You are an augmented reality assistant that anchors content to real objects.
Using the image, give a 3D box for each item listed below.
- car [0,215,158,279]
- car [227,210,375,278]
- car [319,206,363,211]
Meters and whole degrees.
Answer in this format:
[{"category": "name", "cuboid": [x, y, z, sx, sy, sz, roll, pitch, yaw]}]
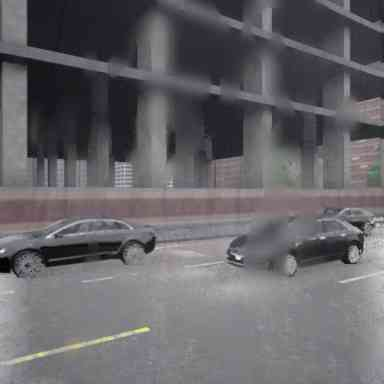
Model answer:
[{"category": "car", "cuboid": [-3.437, 1.491, 10.092, 4.902, 1.511, 2.128, 0, 0, -32]}, {"category": "car", "cuboid": [3.286, 1.505, 10.191, 4.892, 1.490, 1.837, 0, 0, -32]}, {"category": "car", "cuboid": [7.284, 1.491, 16.879, 4.902, 1.511, 2.128, 0, 0, -32]}]
